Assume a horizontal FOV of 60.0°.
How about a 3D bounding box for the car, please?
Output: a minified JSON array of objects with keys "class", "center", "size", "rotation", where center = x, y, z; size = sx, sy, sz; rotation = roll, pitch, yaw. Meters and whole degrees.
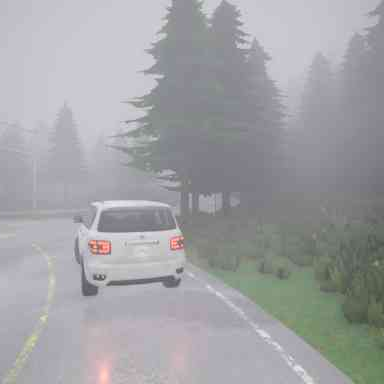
[{"class":"car","center":[-1.901,1.221,8.996],"size":[2.150,2.045,5.566],"rotation":[0,0,-20]}]
